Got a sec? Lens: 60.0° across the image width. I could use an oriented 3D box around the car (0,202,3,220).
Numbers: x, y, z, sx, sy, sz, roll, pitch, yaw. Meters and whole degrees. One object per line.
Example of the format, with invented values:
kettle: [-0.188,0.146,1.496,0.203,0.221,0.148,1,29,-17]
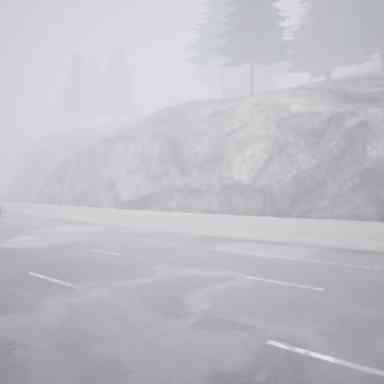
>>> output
car: [-18.306,1.386,29.163,2.150,2.045,5.566,0,0,-42]
